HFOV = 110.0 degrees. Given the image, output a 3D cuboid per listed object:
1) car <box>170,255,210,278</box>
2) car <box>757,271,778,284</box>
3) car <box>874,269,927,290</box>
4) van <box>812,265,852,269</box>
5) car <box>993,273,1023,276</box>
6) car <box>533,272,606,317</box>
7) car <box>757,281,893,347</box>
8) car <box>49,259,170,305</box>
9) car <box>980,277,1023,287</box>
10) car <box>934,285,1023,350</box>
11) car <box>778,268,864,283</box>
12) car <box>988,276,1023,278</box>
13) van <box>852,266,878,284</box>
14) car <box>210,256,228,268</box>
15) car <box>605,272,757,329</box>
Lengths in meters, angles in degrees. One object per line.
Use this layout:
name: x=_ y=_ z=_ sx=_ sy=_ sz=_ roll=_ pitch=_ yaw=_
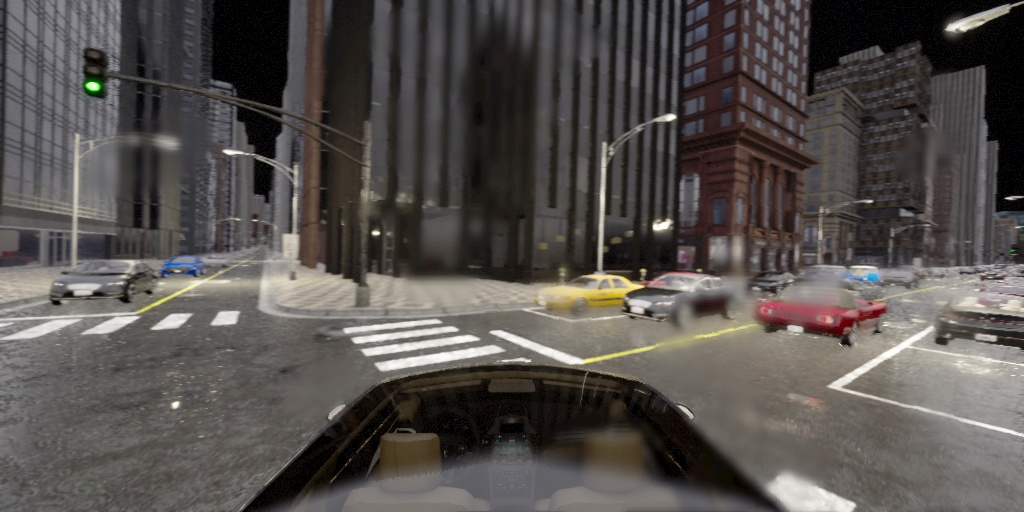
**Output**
car: x=-23.415 y=0.713 z=25.684 sx=1.882 sy=1.535 sz=5.008 roll=2 pitch=0 yaw=-34
car: x=16.200 y=1.639 z=22.270 sx=4.313 sy=1.339 sz=1.948 roll=0 pitch=0 yaw=-35
car: x=33.409 y=2.089 z=30.794 sx=5.357 sy=1.411 sz=2.033 roll=1 pitch=1 yaw=-35
van: x=24.917 y=1.634 z=28.299 sx=3.998 sy=1.789 sz=1.690 roll=0 pitch=0 yaw=-35
car: x=39.023 y=2.298 z=27.694 sx=4.507 sy=1.381 sz=1.888 roll=0 pitch=0 yaw=-35
car: x=2.986 y=1.277 z=13.131 sx=4.829 sy=1.417 sz=1.751 roll=0 pitch=0 yaw=-35
car: x=8.877 y=1.563 z=10.181 sx=4.718 sy=1.301 sz=1.895 roll=1 pitch=1 yaw=-35
car: x=-15.136 y=0.890 z=13.579 sx=2.128 sy=1.511 sz=4.902 roll=2 pitch=0 yaw=-34
car: x=21.265 y=1.847 z=15.411 sx=4.507 sy=1.381 sz=1.888 roll=0 pitch=0 yaw=-35
car: x=12.386 y=1.633 z=9.270 sx=4.403 sy=1.370 sz=2.007 roll=0 pitch=0 yaw=-35
car: x=16.733 y=1.606 z=19.376 sx=4.902 sy=1.511 sz=2.128 roll=1 pitch=1 yaw=-35
car: x=30.144 y=2.109 z=21.553 sx=4.207 sy=1.307 sz=1.802 roll=0 pitch=0 yaw=-35
van: x=33.634 y=1.856 z=34.328 sx=3.998 sy=1.789 sz=1.690 roll=0 pitch=0 yaw=-35
car: x=-33.911 y=0.630 z=41.089 sx=1.895 sy=1.301 sz=4.718 roll=2 pitch=0 yaw=-34
car: x=5.624 y=1.337 z=11.695 sx=4.902 sy=1.511 sz=2.128 roll=1 pitch=1 yaw=-35
